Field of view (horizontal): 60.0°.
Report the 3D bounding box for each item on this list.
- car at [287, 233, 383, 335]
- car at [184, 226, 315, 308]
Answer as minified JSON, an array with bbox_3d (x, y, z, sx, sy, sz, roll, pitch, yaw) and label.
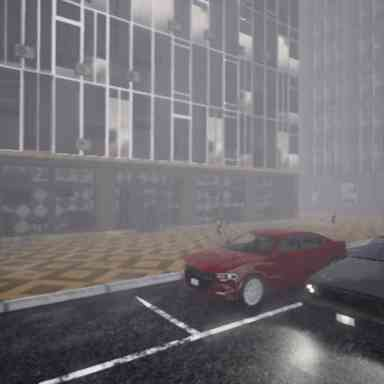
[{"bbox_3d":[4.484,1.536,6.564,5.357,1.411,2.033,0,0,-35],"label":"car"},{"bbox_3d":[1.890,1.535,7.910,4.507,1.381,1.887,0,1,-35],"label":"car"}]
